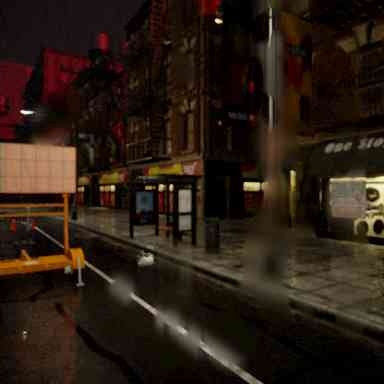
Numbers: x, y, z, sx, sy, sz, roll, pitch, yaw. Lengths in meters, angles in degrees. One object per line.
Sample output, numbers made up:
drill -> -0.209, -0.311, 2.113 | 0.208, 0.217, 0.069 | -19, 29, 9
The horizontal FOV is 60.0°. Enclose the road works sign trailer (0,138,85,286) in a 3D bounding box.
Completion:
road works sign trailer -> -4.268, 0.460, 8.655 | 2.380, 3.560, 2.880 | 0, 0, -32
